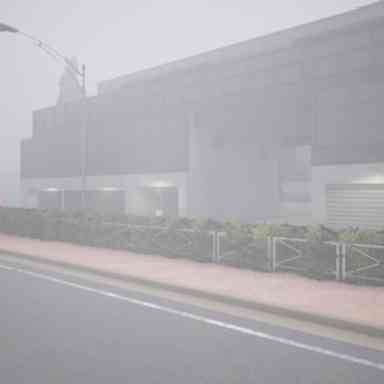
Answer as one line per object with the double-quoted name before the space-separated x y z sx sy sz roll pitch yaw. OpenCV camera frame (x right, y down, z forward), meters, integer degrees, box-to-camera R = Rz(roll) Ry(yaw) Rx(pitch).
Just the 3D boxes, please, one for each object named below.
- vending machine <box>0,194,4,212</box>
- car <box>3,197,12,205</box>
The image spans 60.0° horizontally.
"vending machine" -22.167 1.229 37.923 1.100 2.100 0.880 0 0 -10
"car" -32.477 1.554 55.657 1.837 1.490 4.892 0 0 14
